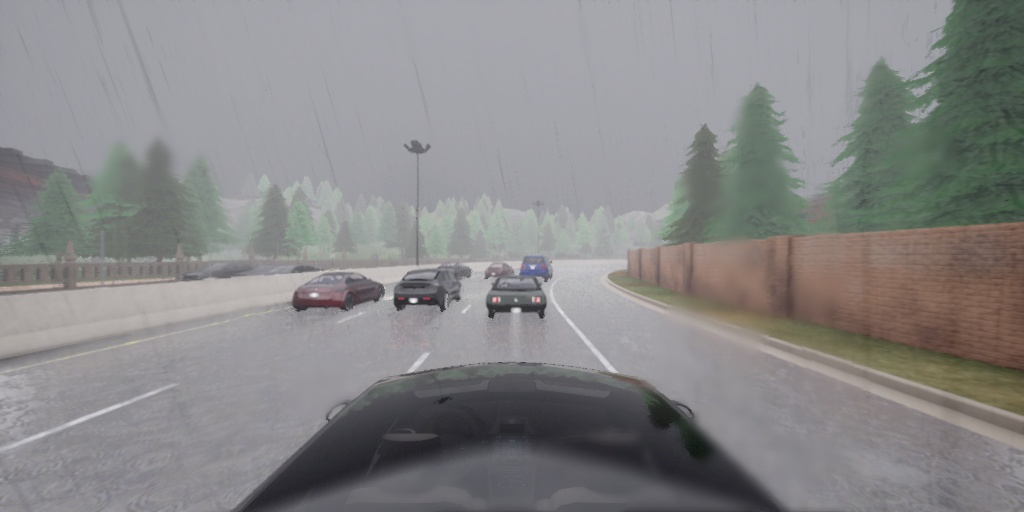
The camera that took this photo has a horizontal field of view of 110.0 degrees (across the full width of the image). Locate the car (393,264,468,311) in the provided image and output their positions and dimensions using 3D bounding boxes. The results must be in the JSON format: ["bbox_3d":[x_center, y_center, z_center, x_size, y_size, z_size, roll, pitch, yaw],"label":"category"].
[{"bbox_3d":[-3.243,1.261,14.580,1.837,1.490,4.892,0,0,2],"label":"car"}]

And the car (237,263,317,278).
[{"bbox_3d":[-13.453,1.236,21.677,1.882,1.535,5.008,0,0,6],"label":"car"}]

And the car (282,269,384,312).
[{"bbox_3d":[-6.742,1.319,14.378,1.994,1.385,4.181,0,0,2],"label":"car"}]

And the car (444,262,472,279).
[{"bbox_3d":[-4.827,1.254,30.460,2.128,1.511,4.902,0,0,11],"label":"car"}]

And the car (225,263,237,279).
[{"bbox_3d":[-16.625,1.308,25.165,2.033,1.411,5.357,0,0,7],"label":"car"}]

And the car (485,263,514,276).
[{"bbox_3d":[-1.042,1.289,31.528,1.812,1.442,4.674,0,0,12],"label":"car"}]

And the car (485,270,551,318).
[{"bbox_3d":[0.182,1.356,13.051,1.895,1.301,4.718,0,0,1],"label":"car"}]

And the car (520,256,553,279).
[{"bbox_3d":[2.095,0.984,29.638,2.150,2.045,5.566,0,0,12],"label":"car"}]

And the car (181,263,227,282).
[{"bbox_3d":[-20.080,1.238,25.041,1.882,1.535,5.008,0,0,7],"label":"car"}]
